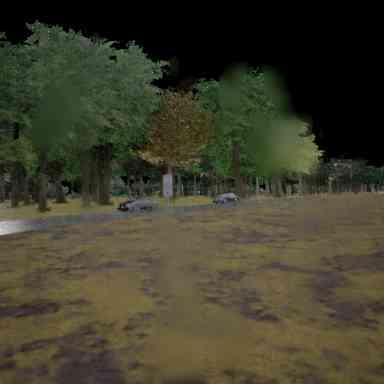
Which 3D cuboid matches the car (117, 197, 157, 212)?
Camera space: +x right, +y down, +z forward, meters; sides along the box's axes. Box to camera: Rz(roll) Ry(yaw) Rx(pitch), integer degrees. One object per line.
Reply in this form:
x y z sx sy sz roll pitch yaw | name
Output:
-5.328 1.216 32.637 1.994 1.385 4.181 -3 -1 35 | car

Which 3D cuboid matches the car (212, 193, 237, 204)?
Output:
4.644 0.893 46.726 1.837 1.490 4.892 -3 0 35 | car
